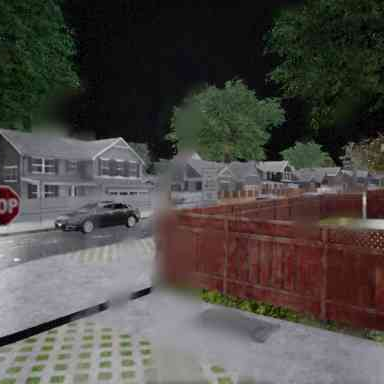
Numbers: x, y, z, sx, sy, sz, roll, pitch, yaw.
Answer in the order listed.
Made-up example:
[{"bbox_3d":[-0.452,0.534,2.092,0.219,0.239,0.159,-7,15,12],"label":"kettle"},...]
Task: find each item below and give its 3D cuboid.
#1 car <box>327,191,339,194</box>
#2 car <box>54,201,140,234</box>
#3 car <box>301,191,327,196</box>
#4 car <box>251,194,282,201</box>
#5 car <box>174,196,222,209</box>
[{"bbox_3d":[20.230,0.549,48.601,2.128,1.511,4.902,0,1,35],"label":"car"},{"bbox_3d":[-4.877,1.269,17.744,1.837,1.490,4.892,0,1,35],"label":"car"},{"bbox_3d":[14.406,0.748,40.205,1.837,1.490,4.892,0,1,35],"label":"car"},{"bbox_3d":[8.243,0.902,36.440,2.033,1.411,5.357,0,1,35],"label":"car"},{"bbox_3d":[0.506,1.088,25.418,2.128,1.511,4.902,0,1,35],"label":"car"}]
